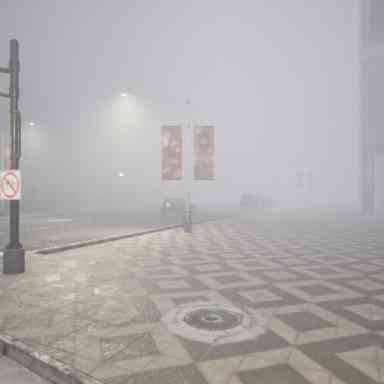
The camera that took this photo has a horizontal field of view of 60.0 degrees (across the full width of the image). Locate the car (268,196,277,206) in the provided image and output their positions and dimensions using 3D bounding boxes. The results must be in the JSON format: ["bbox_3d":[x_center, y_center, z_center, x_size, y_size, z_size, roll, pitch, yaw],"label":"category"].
[{"bbox_3d":[12.822,1.453,55.077,2.128,1.511,4.902,0,0,26],"label":"car"}]

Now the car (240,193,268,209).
[{"bbox_3d":[8.308,1.192,45.748,2.150,2.045,5.566,0,0,26],"label":"car"}]

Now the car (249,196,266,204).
[{"bbox_3d":[12.010,1.463,60.593,1.837,1.490,4.892,0,-1,26],"label":"car"}]

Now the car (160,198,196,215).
[{"bbox_3d":[-1.298,1.340,33.354,2.097,1.767,4.553,0,0,26],"label":"car"}]
